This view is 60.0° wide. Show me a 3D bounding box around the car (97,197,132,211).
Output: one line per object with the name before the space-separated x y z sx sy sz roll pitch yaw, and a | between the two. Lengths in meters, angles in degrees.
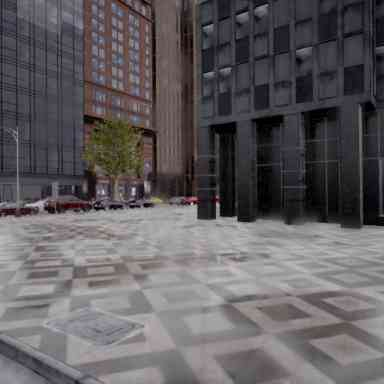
car | -9.602 1.524 39.109 1.947 1.339 4.313 -1 0 35

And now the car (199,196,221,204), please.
car | 3.436 1.456 62.662 1.812 1.442 4.674 -1 0 35

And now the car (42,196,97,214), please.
car | -12.811 1.289 34.472 2.192 1.841 5.009 -1 0 35

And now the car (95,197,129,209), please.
car | -11.191 1.536 46.947 1.812 1.442 4.674 -1 0 35

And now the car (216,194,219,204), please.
car | 3.221 1.221 57.664 2.192 1.841 5.009 -1 0 35

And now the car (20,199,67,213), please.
car | -17.050 1.566 38.482 1.812 1.442 4.674 -1 0 34

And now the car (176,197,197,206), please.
car | 0.016 1.461 53.024 1.887 1.381 4.507 -1 0 35

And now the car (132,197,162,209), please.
car | -6.396 1.508 43.747 1.947 1.339 4.313 -1 0 35

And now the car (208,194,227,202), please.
car | 5.833 1.295 76.433 2.192 1.841 5.009 -1 0 35

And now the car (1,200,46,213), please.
car | -19.819 1.641 39.321 1.947 1.339 4.313 -1 0 35

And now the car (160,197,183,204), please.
car | -3.785 1.573 62.516 1.947 1.339 4.313 -1 0 35

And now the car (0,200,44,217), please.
car | -16.015 1.575 29.832 1.802 1.307 4.206 -1 0 35

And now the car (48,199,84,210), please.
car | -16.612 1.641 43.960 1.802 1.307 4.206 -1 0 35

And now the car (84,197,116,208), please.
car | -13.407 1.483 48.598 1.967 1.590 4.097 -1 0 35

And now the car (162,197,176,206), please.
car | -1.992 1.494 54.717 2.033 1.411 5.357 -1 0 35

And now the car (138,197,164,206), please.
car | -7.089 1.543 57.736 1.752 1.417 4.829 -1 0 35

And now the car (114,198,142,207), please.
car | -10.199 1.611 53.237 1.802 1.307 4.206 -1 0 35
